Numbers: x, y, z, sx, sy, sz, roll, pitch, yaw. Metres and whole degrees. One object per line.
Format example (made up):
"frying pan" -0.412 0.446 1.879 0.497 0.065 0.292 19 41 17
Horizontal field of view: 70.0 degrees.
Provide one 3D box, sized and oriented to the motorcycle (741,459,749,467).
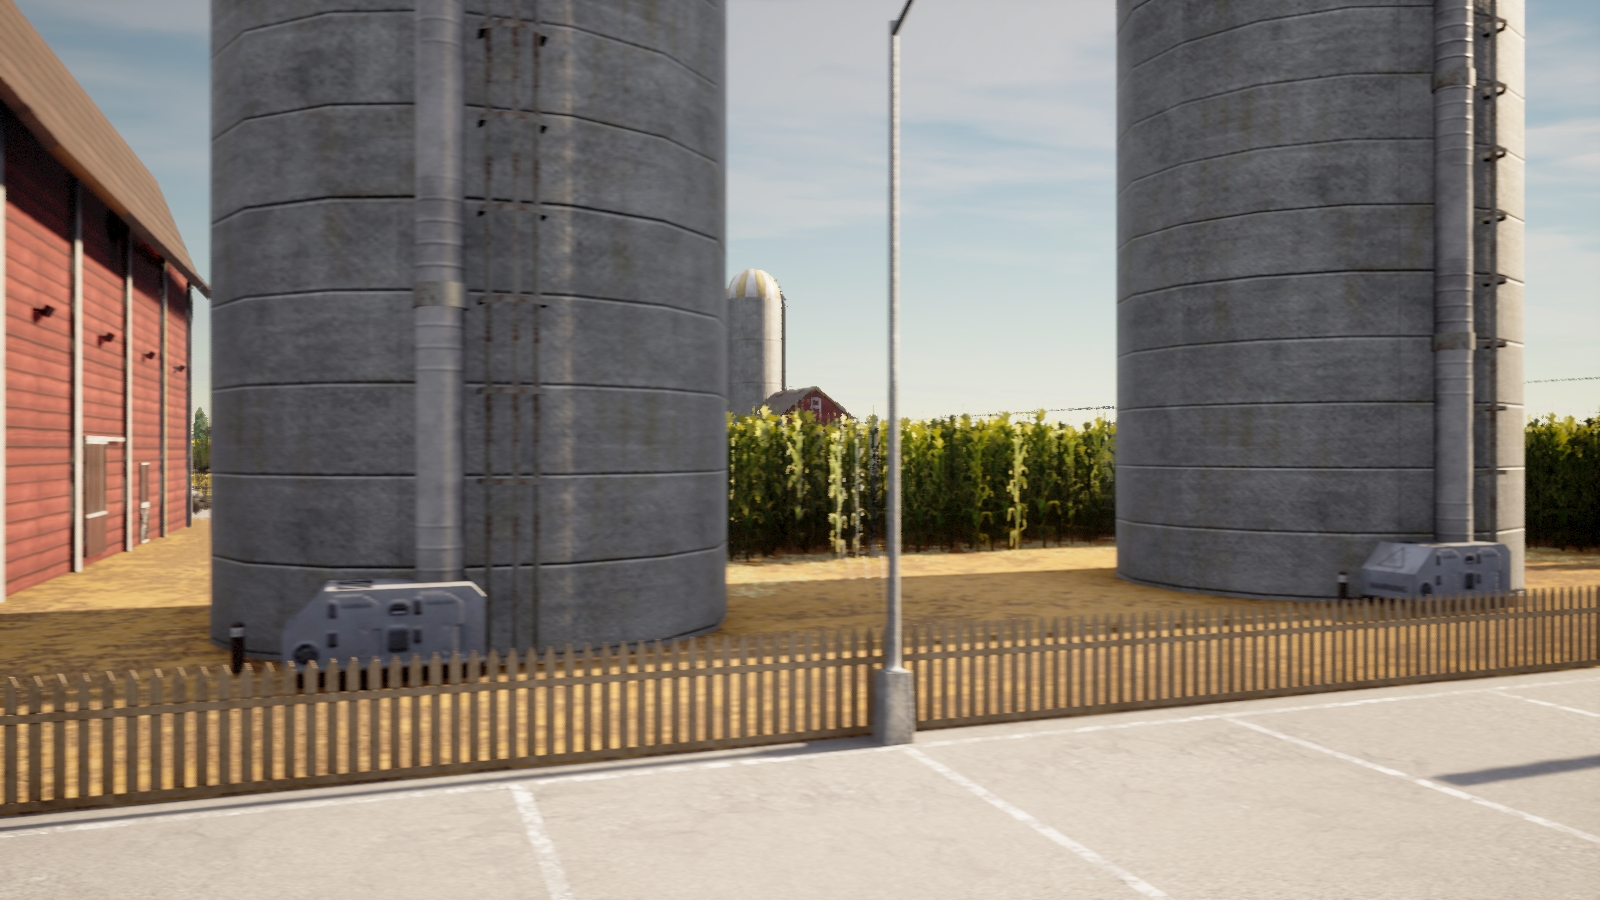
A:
"motorcycle" -9.341 2.154 194.499 0.764 1.307 2.356 0 0 -21
